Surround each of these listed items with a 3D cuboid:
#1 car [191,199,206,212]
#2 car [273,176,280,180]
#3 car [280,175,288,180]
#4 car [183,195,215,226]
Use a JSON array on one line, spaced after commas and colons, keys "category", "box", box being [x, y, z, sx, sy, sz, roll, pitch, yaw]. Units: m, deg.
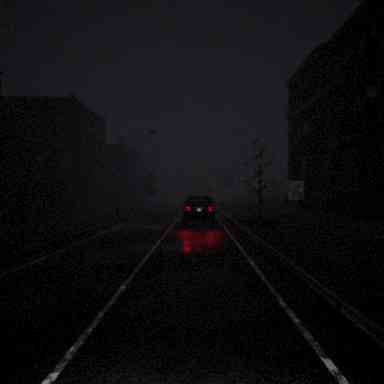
[{"category": "car", "box": [0.824, 1.593, 41.611, 1.812, 1.442, 4.674, 0, 0, 1]}, {"category": "car", "box": [24.036, -3.560, 88.499, 2.097, 1.535, 5.008, 0, 1, -3]}, {"category": "car", "box": [24.405, -3.593, 82.986, 2.185, 1.767, 4.553, 0, 1, -4]}, {"category": "car", "box": [0.507, 1.259, 23.933, 2.150, 2.045, 5.566, 0, 0, 1]}]
